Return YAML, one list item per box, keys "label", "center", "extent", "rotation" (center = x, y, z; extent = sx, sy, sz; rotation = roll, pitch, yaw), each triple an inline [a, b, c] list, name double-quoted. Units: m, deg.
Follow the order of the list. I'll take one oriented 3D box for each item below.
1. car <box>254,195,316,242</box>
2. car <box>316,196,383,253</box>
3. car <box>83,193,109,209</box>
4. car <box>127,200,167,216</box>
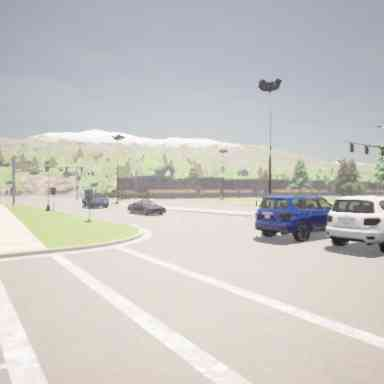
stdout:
- label: "car"
  center: [5.514, 1.180, 16.274]
  extent: [5.566, 2.045, 2.150]
  rotation: [0, 0, -36]
- label: "car"
  center: [7.765, 1.179, 13.582]
  extent: [5.566, 2.045, 2.150]
  rotation: [0, 0, -35]
- label: "car"
  center: [-13.057, 1.177, 44.908]
  extent: [2.150, 2.045, 5.566]
  rotation: [0, 0, -35]
- label: "car"
  center: [-4.546, 1.502, 32.710]
  extent: [2.033, 1.411, 5.357]
  rotation: [0, 0, -35]
